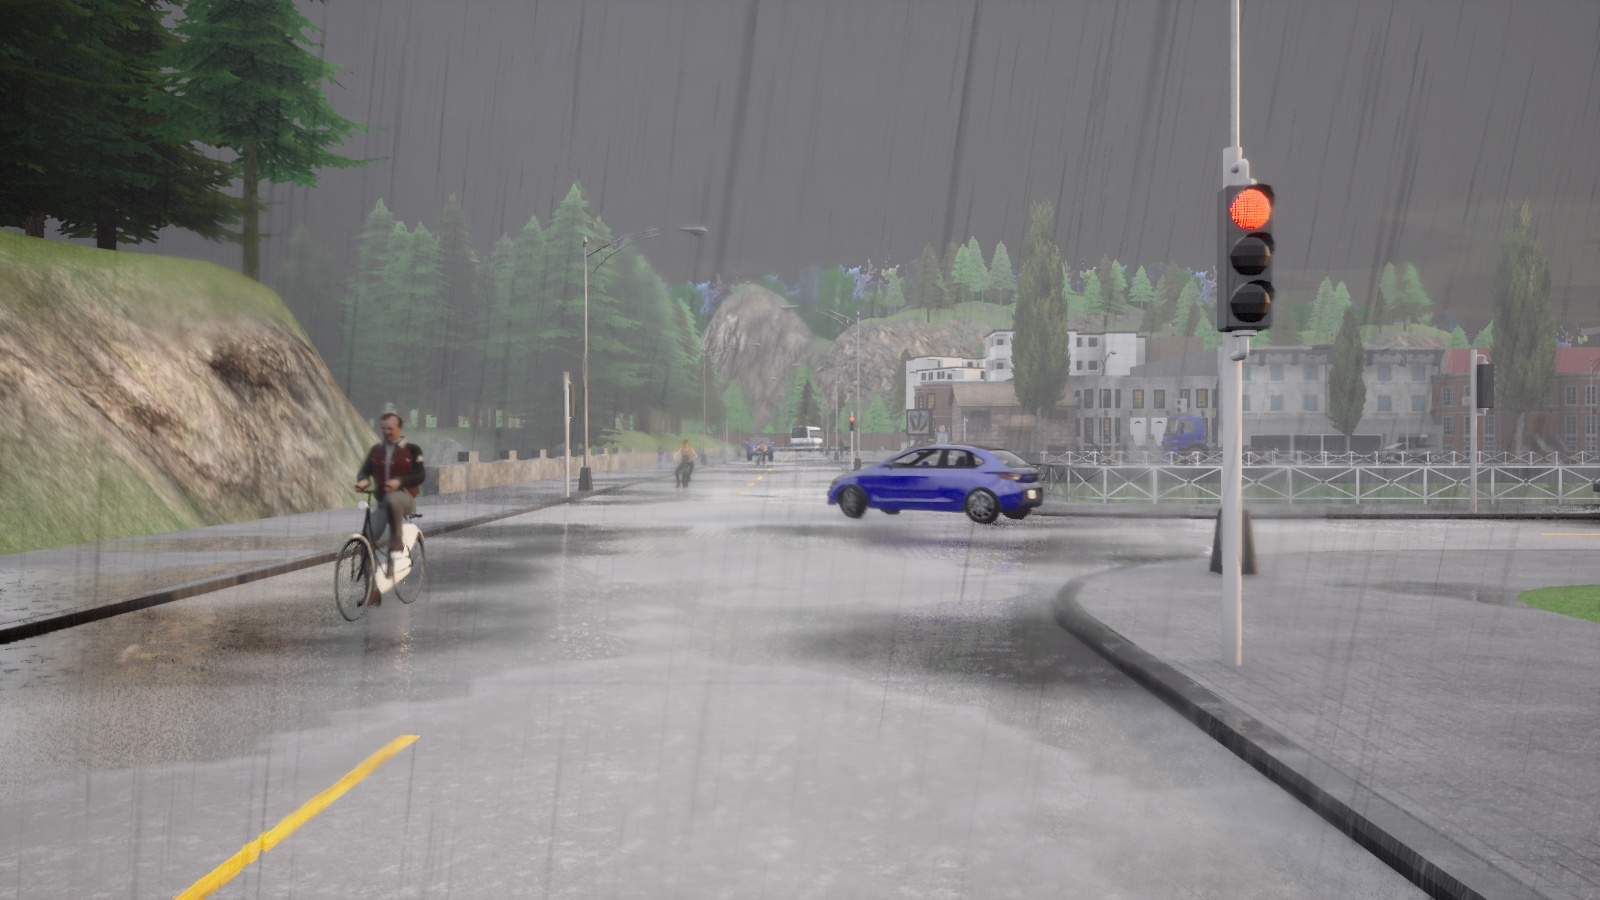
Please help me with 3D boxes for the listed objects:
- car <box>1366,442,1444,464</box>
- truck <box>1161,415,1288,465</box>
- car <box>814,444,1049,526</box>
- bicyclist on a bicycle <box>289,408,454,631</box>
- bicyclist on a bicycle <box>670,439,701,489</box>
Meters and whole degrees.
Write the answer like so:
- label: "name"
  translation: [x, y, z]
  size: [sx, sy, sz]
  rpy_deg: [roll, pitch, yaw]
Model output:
- label: "car"
  translation: [42.298, 0.231, 87.870]
  size: [4.514, 1.525, 2.007]
  rpy_deg: [0, 0, 0]
- label: "truck"
  translation: [29.648, -0.708, 87.929]
  size: [7.936, 3.462, 2.891]
  rpy_deg: [0, 0, 0]
- label: "car"
  translation: [2.522, 0.624, 24.506]
  size: [4.193, 1.474, 1.816]
  rpy_deg: [0, 1, 34]
- label: "bicyclist on a bicycle"
  translation: [-3.678, 0.552, 10.952]
  size: [0.659, 1.776, 1.843]
  rpy_deg: [0, 0, 5]
- label: "bicyclist on a bicycle"
  translation: [-3.753, 0.448, 41.180]
  size: [0.866, 1.612, 1.509]
  rpy_deg: [0, 0, 0]
